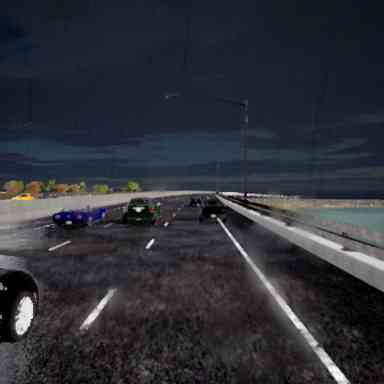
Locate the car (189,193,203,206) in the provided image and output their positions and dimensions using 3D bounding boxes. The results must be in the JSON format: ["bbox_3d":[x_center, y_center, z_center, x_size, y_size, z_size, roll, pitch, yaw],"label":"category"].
[{"bbox_3d":[0.605,1.098,44.188,2.033,1.411,5.357,0,1,2],"label":"car"}]

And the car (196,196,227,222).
[{"bbox_3d":[1.399,1.258,23.687,1.837,1.490,4.892,0,1,1],"label":"car"}]

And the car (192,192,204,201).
[{"bbox_3d":[1.168,0.874,62.510,2.128,1.511,4.902,0,1,2],"label":"car"}]

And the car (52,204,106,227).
[{"bbox_3d":[-6.761,1.382,20.578,1.895,1.301,4.718,0,1,1],"label":"car"}]

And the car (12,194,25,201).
[{"bbox_3d":[-23.864,0.993,47.809,1.882,1.535,5.008,0,1,2],"label":"car"}]

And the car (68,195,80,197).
[{"bbox_3d":[-16.891,1.121,47.342,1.895,1.301,4.718,0,1,2],"label":"car"}]

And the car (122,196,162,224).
[{"bbox_3d":[-3.233,1.115,22.399,2.097,1.767,4.553,0,0,1],"label":"car"}]

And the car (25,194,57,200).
[{"bbox_3d":[-20.430,1.025,45.956,2.128,1.511,4.902,0,1,2],"label":"car"}]

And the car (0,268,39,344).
[{"bbox_3d":[-3.389,1.465,3.444,1.837,1.490,4.892,0,1,0],"label":"car"}]
